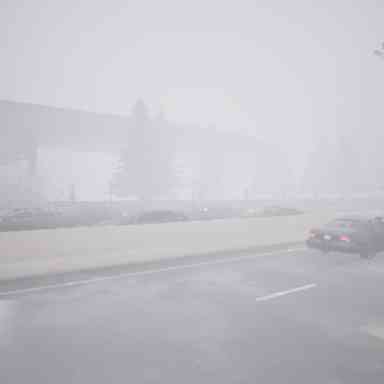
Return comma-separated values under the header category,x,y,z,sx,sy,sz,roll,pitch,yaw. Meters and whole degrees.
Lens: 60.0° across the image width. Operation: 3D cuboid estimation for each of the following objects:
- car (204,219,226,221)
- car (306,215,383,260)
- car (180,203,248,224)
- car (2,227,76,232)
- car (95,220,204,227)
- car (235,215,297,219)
category,x,y,z,sx,sy,sz,roll,pitch,yaw
car,0.252,1.622,21.251,4.181,1.385,1.994,0,0,-36
car,6.655,1.608,12.798,5.357,1.411,2.033,0,0,-36
car,1.814,1.627,26.666,5.357,1.411,2.033,0,0,-36
car,-7.920,1.502,15.418,4.902,1.511,2.128,0,0,-36
car,-2.058,1.538,15.305,4.892,1.490,1.837,0,0,-35
car,4.951,1.566,20.304,4.902,1.511,2.128,0,0,-36
